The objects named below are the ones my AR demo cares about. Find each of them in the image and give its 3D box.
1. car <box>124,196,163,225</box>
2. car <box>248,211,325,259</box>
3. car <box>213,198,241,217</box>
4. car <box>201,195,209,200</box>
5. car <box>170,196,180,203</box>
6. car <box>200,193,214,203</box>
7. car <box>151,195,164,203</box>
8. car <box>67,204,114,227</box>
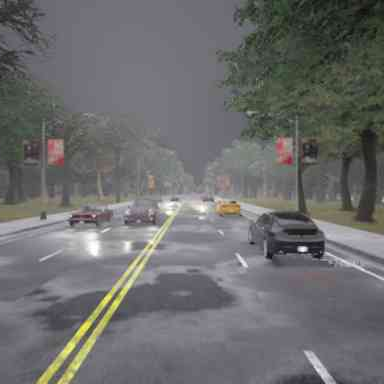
[{"bbox_3d":[-3.409,1.270,23.448,2.097,1.767,4.553,0,0,0],"label":"car"},{"bbox_3d":[3.323,1.459,12.422,1.837,1.490,4.892,0,0,0],"label":"car"},{"bbox_3d":[3.268,1.374,30.191,1.882,1.535,5.008,0,0,0],"label":"car"},{"bbox_3d":[3.359,1.352,86.452,1.895,1.301,4.718,0,0,1],"label":"car"},{"bbox_3d":[-3.288,1.396,65.384,1.895,1.301,4.718,0,0,0],"label":"car"},{"bbox_3d":[3.212,1.152,64.412,2.097,1.767,4.553,0,0,0],"label":"car"},{"bbox_3d":[-6.561,1.363,63.368,1.994,1.385,4.181,0,0,1],"label":"car"},{"bbox_3d":[-6.659,1.523,22.300,1.895,1.301,4.718,0,0,0],"label":"car"}]
